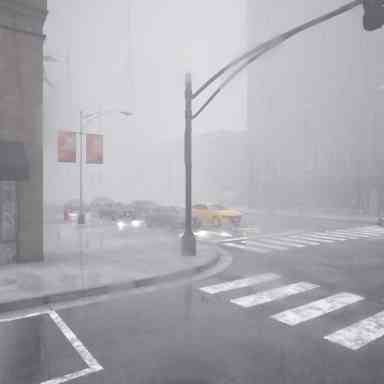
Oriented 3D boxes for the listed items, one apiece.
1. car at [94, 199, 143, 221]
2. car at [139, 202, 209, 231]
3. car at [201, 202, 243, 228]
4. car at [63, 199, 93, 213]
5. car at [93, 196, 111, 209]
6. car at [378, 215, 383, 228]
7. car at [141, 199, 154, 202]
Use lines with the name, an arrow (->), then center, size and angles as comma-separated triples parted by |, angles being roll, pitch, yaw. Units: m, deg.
car -> -6.131, 1.529, 27.253 | 1.994, 1.385, 4.181 | 0, 0, -37
car -> -1.210, 1.541, 20.437 | 1.994, 1.385, 4.181 | 0, 0, -36
car -> 1.298, 1.451, 22.518 | 1.882, 1.535, 5.008 | 0, 0, -35
car -> -12.776, 1.473, 36.503 | 1.812, 1.442, 4.674 | 0, 0, -36
car -> -10.241, 1.295, 38.540 | 2.097, 1.767, 4.553 | 0, 0, -36
car -> 12.994, 1.555, 18.987 | 4.181, 1.385, 1.994 | 0, 1, 29
car -> -4.252, 1.463, 30.216 | 1.837, 1.490, 4.892 | 0, 0, -36
